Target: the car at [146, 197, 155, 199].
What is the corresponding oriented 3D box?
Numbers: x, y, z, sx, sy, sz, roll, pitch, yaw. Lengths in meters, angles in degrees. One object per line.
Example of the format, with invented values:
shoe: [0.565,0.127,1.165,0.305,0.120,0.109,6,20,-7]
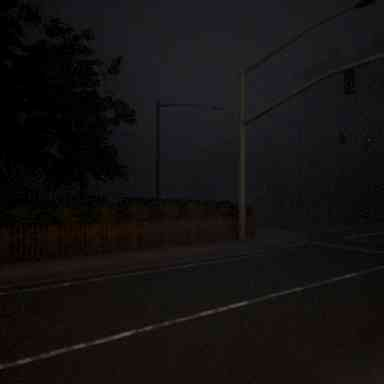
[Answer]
car: [-7.251,1.636,54.669,1.837,1.490,4.892,0,0,-34]
